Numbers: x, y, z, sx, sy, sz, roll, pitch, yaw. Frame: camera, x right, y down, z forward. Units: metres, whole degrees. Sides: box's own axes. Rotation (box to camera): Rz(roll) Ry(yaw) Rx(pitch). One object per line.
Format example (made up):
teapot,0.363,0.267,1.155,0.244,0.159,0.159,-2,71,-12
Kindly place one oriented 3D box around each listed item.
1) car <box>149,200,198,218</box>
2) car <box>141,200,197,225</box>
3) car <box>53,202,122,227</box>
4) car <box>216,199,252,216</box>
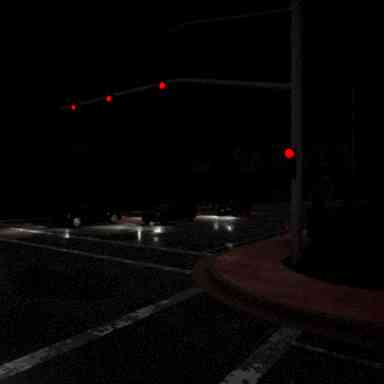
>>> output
car,-1.610,1.505,30.788,1.837,1.490,4.892,0,0,36
car,-1.619,1.477,24.764,1.882,1.535,5.008,0,0,36
car,-7.133,1.477,23.067,1.882,1.535,5.008,0,0,36
car,4.232,1.505,32.910,1.837,1.490,4.892,0,0,36
